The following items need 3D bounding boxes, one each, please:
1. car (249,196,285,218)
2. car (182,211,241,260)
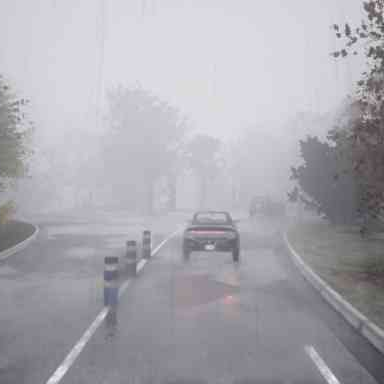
[{"bbox_3d":[7.333,1.414,32.203,2.150,2.045,5.566,0,-1,31],"label":"car"},{"bbox_3d":[0.766,1.458,12.353,2.128,1.511,4.902,0,0,5],"label":"car"}]
